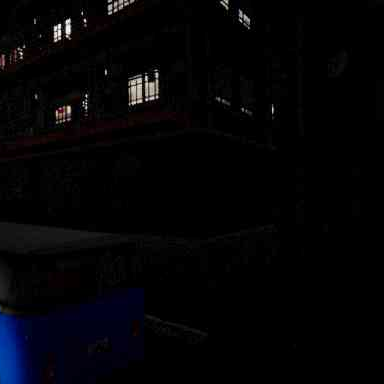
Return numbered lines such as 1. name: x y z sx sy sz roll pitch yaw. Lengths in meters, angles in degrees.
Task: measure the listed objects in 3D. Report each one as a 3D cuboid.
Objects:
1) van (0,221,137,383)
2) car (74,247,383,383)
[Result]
1. van: -2.454 1.343 4.475 3.998 1.788 1.690 0 -1 36
2. car: 2.036 1.315 1.243 5.009 1.841 2.192 0 -1 36
